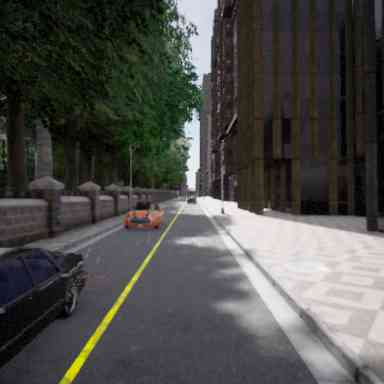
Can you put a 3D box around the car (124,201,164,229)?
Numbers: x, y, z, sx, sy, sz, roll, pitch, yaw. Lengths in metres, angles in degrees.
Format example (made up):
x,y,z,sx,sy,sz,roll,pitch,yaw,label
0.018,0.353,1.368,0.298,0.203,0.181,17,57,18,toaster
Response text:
x,y,z,sx,sy,sz,roll,pitch,yaw,label
-3.058,1.426,21.951,2.097,1.767,4.553,0,0,0,car

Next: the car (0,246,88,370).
x,y,z,sx,sy,sz,roll,pitch,yaw,label
-3.087,1.565,4.727,2.033,1.411,5.357,0,0,0,car

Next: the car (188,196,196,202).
x,y,z,sx,sy,sz,roll,pitch,yaw,label
-0.018,1.659,80.035,1.812,1.442,4.674,0,0,0,car

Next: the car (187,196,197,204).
x,y,z,sx,sy,sz,roll,pitch,yaw,label
-0.015,1.722,69.611,1.837,1.490,4.892,0,0,0,car
